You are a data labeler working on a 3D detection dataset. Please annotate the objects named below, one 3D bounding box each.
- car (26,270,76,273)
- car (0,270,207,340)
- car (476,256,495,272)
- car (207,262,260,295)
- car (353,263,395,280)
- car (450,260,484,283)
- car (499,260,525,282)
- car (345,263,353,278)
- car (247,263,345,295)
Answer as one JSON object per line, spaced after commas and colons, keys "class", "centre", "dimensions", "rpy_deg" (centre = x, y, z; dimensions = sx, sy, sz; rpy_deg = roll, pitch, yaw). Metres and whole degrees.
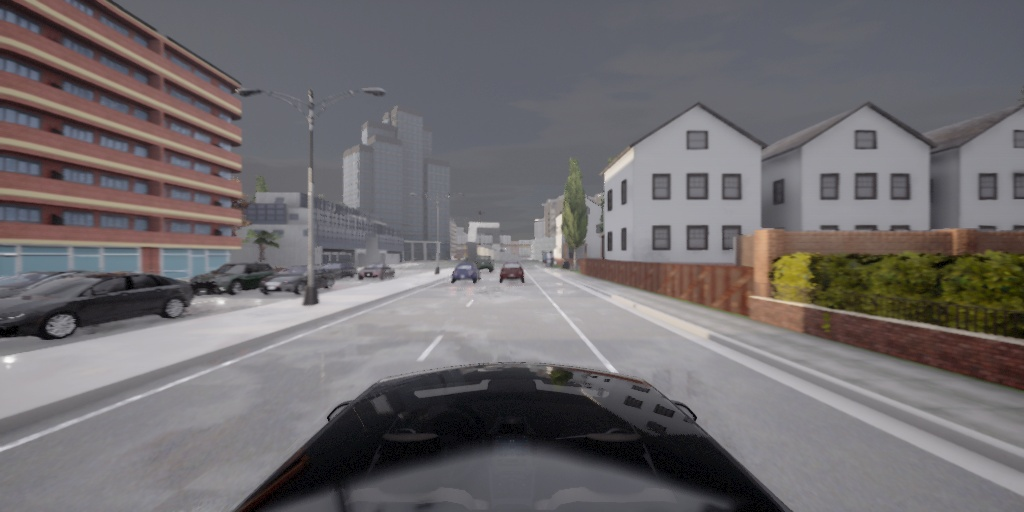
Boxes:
{"class": "car", "centre": [-15.089, 1.241, 11.642], "dimensions": [2.128, 1.511, 4.902], "rpy_deg": [0, 0, 0]}
{"class": "car", "centre": [-11.594, 1.252, 9.981], "dimensions": [1.837, 1.490, 4.892], "rpy_deg": [0, 0, 0]}
{"class": "car", "centre": [-3.446, 0.965, 45.290], "dimensions": [2.150, 2.045, 5.566], "rpy_deg": [0, 0, 0]}
{"class": "car", "centre": [-15.009, 1.161, 19.653], "dimensions": [2.097, 1.767, 4.553], "rpy_deg": [0, 0, 0]}
{"class": "car", "centre": [-11.515, 1.316, 30.731], "dimensions": [1.994, 1.385, 4.181], "rpy_deg": [0, 0, 0]}
{"class": "car", "centre": [-3.492, 1.270, 27.747], "dimensions": [1.812, 1.442, 4.674], "rpy_deg": [0, 0, 0]}
{"class": "car", "centre": [0.020, 1.222, 28.507], "dimensions": [1.882, 1.535, 5.008], "rpy_deg": [0, 0, 0]}
{"class": "car", "centre": [-15.014, 1.322, 30.823], "dimensions": [2.033, 1.411, 5.357], "rpy_deg": [0, 0, 0]}
{"class": "car", "centre": [-11.509, 1.261, 19.625], "dimensions": [2.128, 1.511, 4.902], "rpy_deg": [0, 0, 0]}
